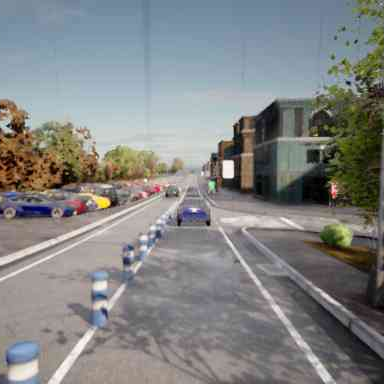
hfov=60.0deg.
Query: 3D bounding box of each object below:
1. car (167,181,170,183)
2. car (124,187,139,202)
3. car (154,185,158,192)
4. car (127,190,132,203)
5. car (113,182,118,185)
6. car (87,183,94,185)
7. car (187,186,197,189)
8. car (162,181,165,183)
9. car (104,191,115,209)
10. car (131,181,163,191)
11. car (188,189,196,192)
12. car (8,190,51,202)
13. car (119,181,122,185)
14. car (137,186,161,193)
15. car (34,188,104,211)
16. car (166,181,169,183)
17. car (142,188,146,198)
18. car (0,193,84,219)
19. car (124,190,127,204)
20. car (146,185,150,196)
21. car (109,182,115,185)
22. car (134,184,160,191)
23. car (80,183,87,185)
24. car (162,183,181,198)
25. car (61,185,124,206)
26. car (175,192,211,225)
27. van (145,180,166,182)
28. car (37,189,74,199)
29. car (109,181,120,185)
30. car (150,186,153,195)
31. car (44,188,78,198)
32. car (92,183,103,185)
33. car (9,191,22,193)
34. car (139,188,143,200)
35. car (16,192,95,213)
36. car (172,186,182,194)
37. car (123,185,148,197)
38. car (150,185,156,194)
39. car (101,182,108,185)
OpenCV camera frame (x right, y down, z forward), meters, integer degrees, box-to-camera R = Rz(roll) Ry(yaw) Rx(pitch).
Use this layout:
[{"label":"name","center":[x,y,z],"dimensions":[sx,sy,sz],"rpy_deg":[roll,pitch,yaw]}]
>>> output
[{"label":"car","center":[-9.422,-1.544,91.418],"dimensions":[5.008,1.535,2.097],"rpy_deg":[0,3,1]},{"label":"car","center":[-9.830,0.523,44.121],"dimensions":[4.553,1.767,2.185],"rpy_deg":[0,2,1]},{"label":"car","center":[-9.678,-0.072,63.619],"dimensions":[5.008,1.535,2.097],"rpy_deg":[0,3,1]},{"label":"car","center":[-9.884,0.807,38.544],"dimensions":[4.792,1.488,2.163],"rpy_deg":[0,1,1]},{"label":"car","center":[-22.564,-1.251,85.948],"dimensions":[5.008,1.535,2.097],"rpy_deg":[0,3,1]},{"label":"car","center":[-22.769,-0.333,66.352],"dimensions":[4.553,1.767,2.185],"rpy_deg":[0,3,1]},{"label":"car","center":[0.024,-0.713,75.979],"dimensions":[2.128,1.511,4.902],"rpy_deg":[0,3,0]},{"label":"car","center":[-9.499,-1.065,80.169],"dimensions":[4.553,1.767,2.185],"rpy_deg":[0,3,1]},{"label":"car","center":[-9.984,0.888,30.182],"dimensions":[5.008,1.535,2.097],"rpy_deg":[0,1,1]},{"label":"car","center":[-9.635,-0.752,71.951],"dimensions":[5.566,2.045,2.435],"rpy_deg":[0,3,1]},{"label":"car","center":[0.095,0.695,41.699],"dimensions":[1.837,1.490,4.892],"rpy_deg":[0,2,0]},{"label":"car","center":[-22.910,0.566,46.979],"dimensions":[4.892,1.521,2.231],"rpy_deg":[0,2,1]},{"label":"car","center":[-22.536,-1.520,91.509],"dimensions":[4.792,1.488,2.163],"rpy_deg":[0,3,1]},{"label":"car","center":[-9.575,-0.650,74.743],"dimensions":[5.008,1.535,2.097],"rpy_deg":[0,3,1]},{"label":"car","center":[-10.046,0.780,27.403],"dimensions":[4.553,1.767,2.185],"rpy_deg":[0,0,1]},{"label":"car","center":[-9.458,-1.395,88.639],"dimensions":[5.008,1.535,2.097],"rpy_deg":[0,3,1]},{"label":"car","center":[-9.840,0.515,49.698],"dimensions":[4.792,1.488,2.163],"rpy_deg":[0,2,1]},{"label":"car","center":[-10.037,0.957,21.833],"dimensions":[4.792,1.488,2.163],"rpy_deg":[0,0,1]},{"label":"car","center":[-9.932,0.825,35.765],"dimensions":[4.892,1.521,2.231],"rpy_deg":[0,1,1]},{"label":"car","center":[-9.791,0.163,55.257],"dimensions":[4.553,1.767,2.185],"rpy_deg":[0,2,1]},{"label":"car","center":[-22.586,-1.061,83.169],"dimensions":[4.674,1.452,2.002],"rpy_deg":[0,3,1]},{"label":"car","center":[-9.629,-0.312,69.187],"dimensions":[4.674,1.452,2.002],"rpy_deg":[0,3,1]},{"label":"car","center":[-22.818,-0.195,60.772],"dimensions":[5.566,2.045,2.435],"rpy_deg":[0,3,1]},{"label":"car","center":[-3.302,-0.081,56.210],"dimensions":[2.150,2.045,5.566],"rpy_deg":[0,3,1]},{"label":"car","center":[-9.992,0.609,32.973],"dimensions":[5.566,2.045,2.435],"rpy_deg":[0,1,1]},{"label":"car","center":[0.120,1.142,22.290],"dimensions":[2.097,1.767,4.553],"rpy_deg":[1,1,0]},{"label":"van","center":[-9.595,-1.470,85.849],"dimensions":[4.442,1.987,1.878],"rpy_deg":[0,3,1]},{"label":"car","center":[-22.655,0.284,55.207],"dimensions":[5.366,1.575,1.946],"rpy_deg":[0,2,1]},{"label":"car","center":[-22.539,-1.399,88.729],"dimensions":[4.892,1.521,2.231],"rpy_deg":[0,3,1]},{"label":"car","center":[-9.737,0.216,58.048],"dimensions":[4.674,1.452,2.002],"rpy_deg":[0,3,1]},{"label":"car","center":[-22.820,0.175,57.996],"dimensions":[5.008,1.535,2.097],"rpy_deg":[0,2,1]},{"label":"car","center":[-22.871,-0.509,72.045],"dimensions":[5.366,1.575,1.946],"rpy_deg":[0,3,1]},{"label":"car","center":[-22.965,0.802,38.483],"dimensions":[4.792,1.488,2.163],"rpy_deg":[0,1,1]},{"label":"car","center":[-9.807,0.600,46.911],"dimensions":[4.792,1.488,2.163],"rpy_deg":[0,2,1]},{"label":"car","center":[-10.070,0.946,24.618],"dimensions":[4.792,1.488,2.163],"rpy_deg":[0,0,1]},{"label":"car","center":[-3.236,-0.486,71.712],"dimensions":[1.812,1.442,4.674],"rpy_deg":[0,3,0]},{"label":"car","center":[-9.816,0.266,52.479],"dimensions":[4.553,1.767,2.185],"rpy_deg":[0,2,1]},{"label":"car","center":[-9.702,0.056,60.833],"dimensions":[5.008,1.535,2.097],"rpy_deg":[0,3,0]},{"label":"car","center":[-22.632,-0.906,74.811],"dimensions":[5.566,2.045,2.435],"rpy_deg":[0,3,1]}]
